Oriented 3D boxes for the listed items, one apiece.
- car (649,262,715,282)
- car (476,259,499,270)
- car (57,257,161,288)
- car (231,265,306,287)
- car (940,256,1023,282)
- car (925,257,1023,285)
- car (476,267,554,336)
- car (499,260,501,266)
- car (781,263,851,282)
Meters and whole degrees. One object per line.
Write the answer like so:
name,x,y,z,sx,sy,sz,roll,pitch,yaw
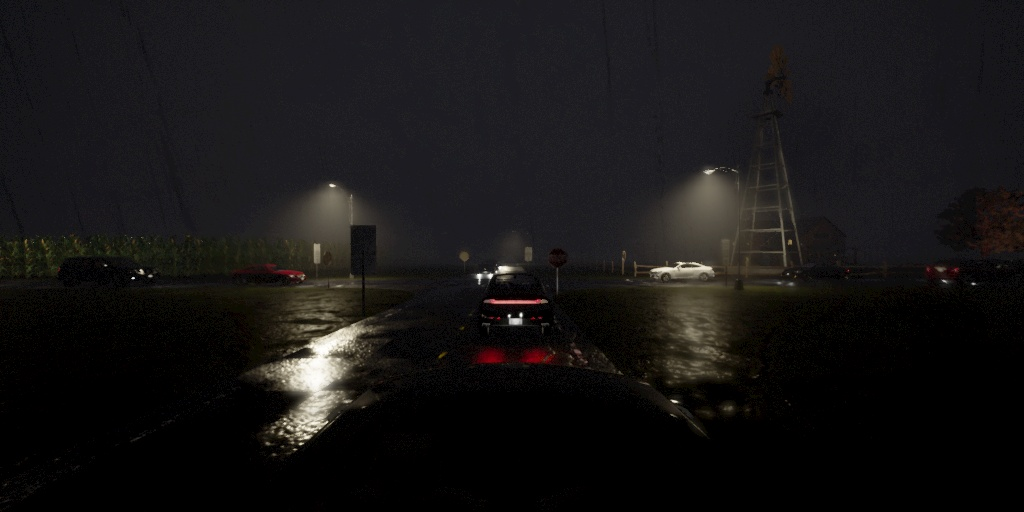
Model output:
car,13.014,1.191,27.563,4.674,1.442,1.812,0,1,0
car,-2.928,1.283,41.529,1.994,1.385,4.181,0,0,1
car,-28.105,1.076,25.085,5.566,2.045,2.150,0,1,-1
car,-16.978,1.337,25.086,4.674,1.442,1.812,0,1,0
car,35.679,0.936,26.855,4.553,1.767,2.097,0,1,2
car,31.032,0.996,24.098,4.553,1.767,2.097,0,1,2
car,0.094,1.238,10.367,2.128,1.511,4.902,0,0,0
car,-2.935,1.208,52.183,1.837,1.490,4.892,0,0,0
car,23.073,1.195,27.316,4.181,1.385,1.994,0,1,2
